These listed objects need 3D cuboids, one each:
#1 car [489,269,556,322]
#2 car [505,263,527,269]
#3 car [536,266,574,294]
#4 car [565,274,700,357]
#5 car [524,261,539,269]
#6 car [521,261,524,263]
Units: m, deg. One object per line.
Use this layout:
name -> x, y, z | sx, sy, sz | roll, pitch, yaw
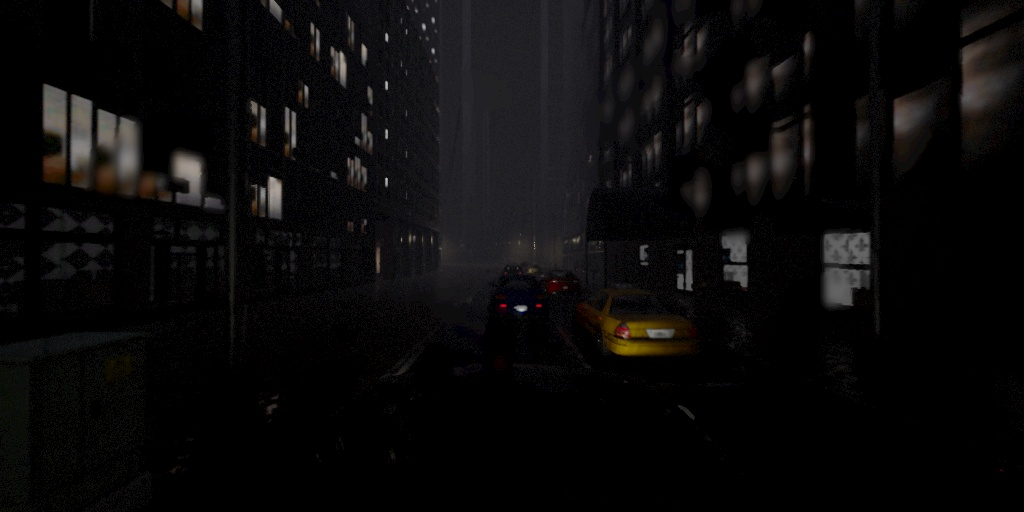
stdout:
car -> 0.185, 1.345, 12.532 | 1.812, 1.442, 4.674 | 0, -1, -2
car -> 0.107, 1.551, 33.506 | 1.895, 1.301, 4.718 | 0, 0, 0
car -> 2.566, 1.407, 19.433 | 1.888, 1.381, 4.507 | 0, 0, 0
car -> 2.566, 1.318, 8.500 | 1.751, 1.417, 4.829 | 0, 0, 0
car -> 2.565, 1.525, 41.808 | 1.751, 1.417, 4.829 | 0, 0, 0
car -> 2.565, 1.584, 47.189 | 2.007, 1.370, 4.403 | 0, 0, 0
